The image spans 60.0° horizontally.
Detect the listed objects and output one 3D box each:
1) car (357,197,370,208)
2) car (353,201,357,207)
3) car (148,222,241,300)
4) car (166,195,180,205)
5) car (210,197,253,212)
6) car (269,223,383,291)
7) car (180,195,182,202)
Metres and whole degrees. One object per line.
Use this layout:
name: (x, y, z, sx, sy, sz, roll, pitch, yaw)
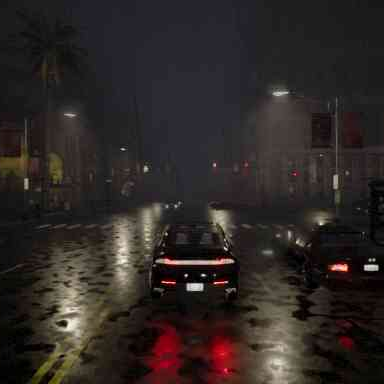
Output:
car: (25.431, 1.505, 44.744, 4.892, 1.490, 1.837, 0, 0, 0)
car: (26.051, 1.477, 48.254, 5.008, 1.535, 1.882, 0, 0, 0)
car: (0.061, 1.492, 8.386, 2.128, 1.511, 4.902, 0, 0, 0)
car: (-3.557, 1.477, 59.205, 1.882, 1.535, 5.008, 0, 0, 0)
car: (4.606, 1.601, 38.549, 4.718, 1.301, 1.895, 0, 0, 33)
car: (3.565, 1.547, 9.087, 2.033, 1.411, 5.357, 0, 0, 0)
car: (-3.479, 1.355, 73.097, 2.097, 1.767, 4.553, 0, 0, 0)
